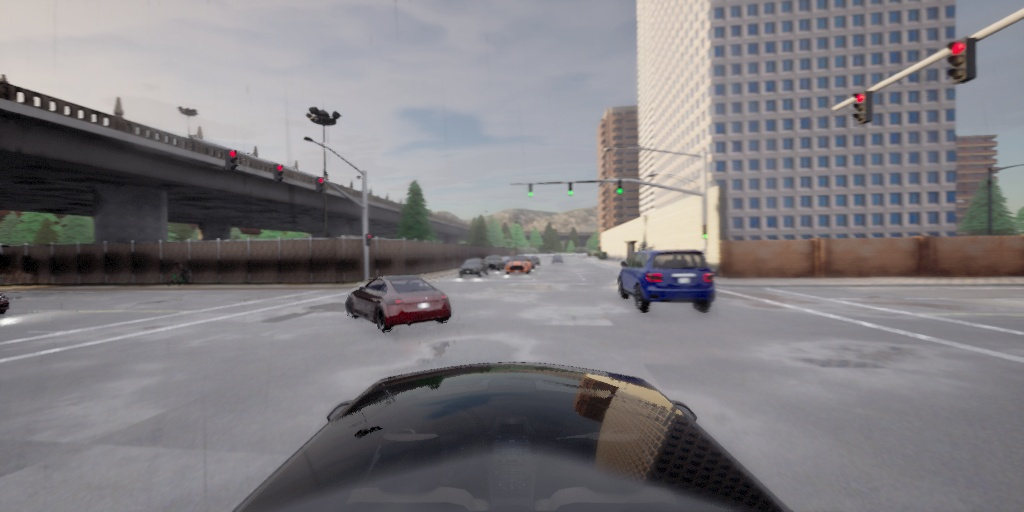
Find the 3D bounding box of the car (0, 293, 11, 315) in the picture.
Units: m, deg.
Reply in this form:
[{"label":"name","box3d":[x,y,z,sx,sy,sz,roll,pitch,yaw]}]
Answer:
[{"label":"car","box3d":[-21.047,1.551,12.913,4.674,1.442,1.812,-1,1,7]}]

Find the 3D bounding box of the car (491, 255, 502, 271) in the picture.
[{"label":"car","box3d":[-2.076,0.723,39.630,2.097,1.767,4.553,-1,1,7]}]

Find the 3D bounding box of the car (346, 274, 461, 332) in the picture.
[{"label":"car","box3d":[-3.601,1.286,11.048,1.994,1.385,4.181,-1,1,-39]}]

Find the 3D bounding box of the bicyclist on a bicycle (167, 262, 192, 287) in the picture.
[{"label":"bicyclist on a bicycle","box3d":[-22.367,1.231,24.117,0.582,1.620,1.656,-1,1,7]}]

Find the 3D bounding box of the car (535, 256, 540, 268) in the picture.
[{"label":"car","box3d":[1.820,0.767,42.499,2.128,1.511,4.902,-1,1,7]}]

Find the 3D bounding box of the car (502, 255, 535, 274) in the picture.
[{"label":"car","box3d":[0.685,0.741,33.497,2.097,1.767,4.553,-1,1,7]}]

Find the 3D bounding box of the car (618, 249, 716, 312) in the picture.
[{"label":"car","box3d":[5.383,0.774,13.177,2.150,2.045,5.566,-1,1,7]}]

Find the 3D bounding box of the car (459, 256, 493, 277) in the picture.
[{"label":"car","box3d":[-3.181,0.986,30.818,1.837,1.490,4.892,-1,1,7]}]

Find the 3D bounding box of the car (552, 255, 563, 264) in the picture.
[{"label":"car","box3d":[7.565,0.549,59.463,2.033,1.411,5.357,-1,1,7]}]
